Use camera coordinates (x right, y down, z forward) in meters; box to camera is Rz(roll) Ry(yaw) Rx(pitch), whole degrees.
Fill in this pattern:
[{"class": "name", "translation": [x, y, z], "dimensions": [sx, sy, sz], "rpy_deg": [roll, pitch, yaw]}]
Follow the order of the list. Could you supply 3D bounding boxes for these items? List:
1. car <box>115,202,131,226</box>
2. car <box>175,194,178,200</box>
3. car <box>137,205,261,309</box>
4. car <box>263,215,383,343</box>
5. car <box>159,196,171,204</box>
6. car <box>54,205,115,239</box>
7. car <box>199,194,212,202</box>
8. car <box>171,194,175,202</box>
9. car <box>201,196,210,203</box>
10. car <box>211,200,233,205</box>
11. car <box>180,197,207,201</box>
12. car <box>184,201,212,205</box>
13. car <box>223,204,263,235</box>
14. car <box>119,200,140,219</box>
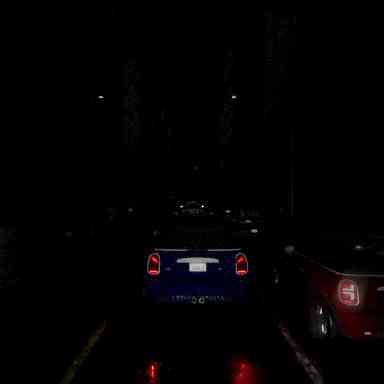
[{"class": "car", "translation": [-5.663, 1.584, 22.953], "dimensions": [1.802, 1.307, 4.206], "rpy_deg": [0, 0, 0]}, {"class": "car", "translation": [-5.554, 1.637, 92.430], "dimensions": [1.752, 1.417, 4.829], "rpy_deg": [0, 0, 0]}, {"class": "car", "translation": [0.103, 1.352, 8.015], "dimensions": [2.097, 1.767, 4.553], "rpy_deg": [0, 0, 0]}, {"class": "car", "translation": [2.856, 1.440, 6.445], "dimensions": [1.967, 1.590, 4.097], "rpy_deg": [0, 0, 0]}, {"class": "car", "translation": [-5.613, 1.626, 65.557], "dimensions": [1.802, 1.307, 4.206], "rpy_deg": [0, 0, 0]}, {"class": "car", "translation": [-5.665, 1.567, 17.451], "dimensions": [1.947, 1.339, 4.313], "rpy_deg": [0, 0, 0]}, {"class": "car", "translation": [2.912, 1.484, 65.541], "dimensions": [1.967, 1.590, 4.097], "rpy_deg": [0, 0, 0]}, {"class": "car", "translation": [-5.588, 1.616, 76.374], "dimensions": [2.008, 1.369, 4.403], "rpy_deg": [0, 0, 0]}, {"class": "car", "translation": [2.924, 1.579, 71.120], "dimensions": [1.752, 1.417, 4.829], "rpy_deg": [0, 0, 0]}, {"class": "car", "translation": [2.865, 1.569, 28.451], "dimensions": [1.947, 1.339, 4.313], "rpy_deg": [0, 0, 0]}, {"class": "car", "translation": [0.010, 1.460, 27.317], "dimensions": [1.801, 1.575, 5.366], "rpy_deg": [0, 0, 0]}, {"class": "car", "translation": [0.102, 1.479, 17.295], "dimensions": [1.882, 1.535, 5.008], "rpy_deg": [0, 0, 0]}, {"class": "car", "translation": [2.860, 1.552, 17.448], "dimensions": [2.008, 1.369, 4.403], "rpy_deg": [0, 0, 0]}, {"class": "car", "translation": [-5.661, 1.443, 28.454], "dimensions": [1.967, 1.590, 4.097], "rpy_deg": [0, 0, 0]}]
